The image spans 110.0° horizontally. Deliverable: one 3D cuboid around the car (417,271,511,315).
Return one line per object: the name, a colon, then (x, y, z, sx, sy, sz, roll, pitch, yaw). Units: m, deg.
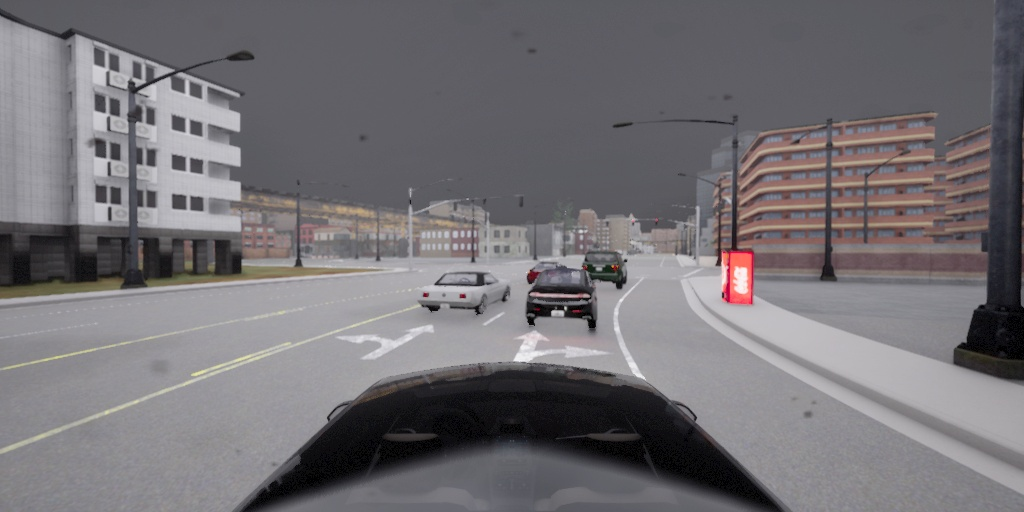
car: (-1.444, 1.200, 12.953, 1.895, 1.301, 4.718, 0, 1, 15)

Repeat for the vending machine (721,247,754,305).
vending machine: (8.346, 0.806, 13.281, 1.100, 2.100, 0.880, 0, 0, 22)

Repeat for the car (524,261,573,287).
car: (2.417, 1.041, 22.736, 1.994, 1.385, 4.181, 0, 1, 23)

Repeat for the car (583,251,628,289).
car: (5.419, 0.728, 20.891, 2.150, 2.045, 5.566, 0, 1, 21)

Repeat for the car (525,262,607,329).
car: (1.634, 1.124, 10.902, 2.128, 1.511, 4.902, 0, 1, 13)
